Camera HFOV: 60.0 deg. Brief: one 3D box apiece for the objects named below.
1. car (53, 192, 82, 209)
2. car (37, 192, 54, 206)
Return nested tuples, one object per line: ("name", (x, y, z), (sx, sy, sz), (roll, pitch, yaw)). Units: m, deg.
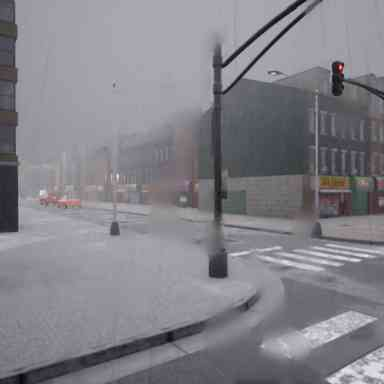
("car", (-15.891, 1.203, 42.982), (2.097, 1.767, 4.553), (0, 0, -36))
("car", (-21.631, 1.042, 50.922), (2.150, 2.045, 5.566), (0, 0, -36))
